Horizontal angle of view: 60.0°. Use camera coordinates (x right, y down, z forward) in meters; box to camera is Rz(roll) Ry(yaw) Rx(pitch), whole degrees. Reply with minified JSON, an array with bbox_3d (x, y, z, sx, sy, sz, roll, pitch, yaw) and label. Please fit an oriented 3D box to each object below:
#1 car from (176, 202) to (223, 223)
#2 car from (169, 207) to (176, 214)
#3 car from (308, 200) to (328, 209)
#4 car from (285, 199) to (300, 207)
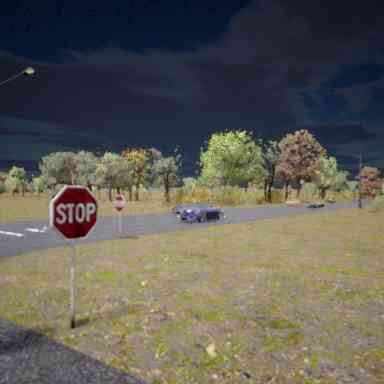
[{"bbox_3d":[1.000,1.733,30.191,2.097,1.767,4.553,1,0,36],"label":"car"},{"bbox_3d":[-0.425,1.967,40.205,2.033,1.411,5.357,1,0,36],"label":"car"},{"bbox_3d":[22.597,2.417,60.176,1.895,1.301,4.718,1,0,36],"label":"car"},{"bbox_3d":[21.385,2.306,70.464,1.882,1.535,5.008,1,0,36],"label":"car"}]
